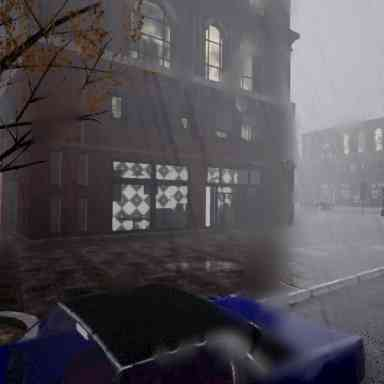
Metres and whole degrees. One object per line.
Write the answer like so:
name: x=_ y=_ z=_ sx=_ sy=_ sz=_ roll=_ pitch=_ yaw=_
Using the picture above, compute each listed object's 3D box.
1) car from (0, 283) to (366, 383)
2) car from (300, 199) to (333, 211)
car: x=-0.717 y=1.601 z=2.593 sx=4.718 sy=1.301 sz=1.895 roll=0 pitch=0 yaw=-36
car: x=15.548 y=1.617 z=41.673 sx=2.008 sy=1.369 sz=4.403 roll=1 pitch=-1 yaw=-28
